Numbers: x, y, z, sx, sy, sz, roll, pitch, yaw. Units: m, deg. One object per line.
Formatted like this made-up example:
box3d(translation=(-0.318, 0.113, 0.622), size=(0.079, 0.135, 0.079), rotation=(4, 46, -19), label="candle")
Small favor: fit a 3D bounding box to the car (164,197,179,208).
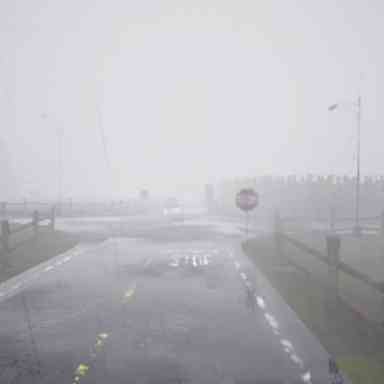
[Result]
box3d(translation=(-2.735, 1.400, 45.050), size=(1.812, 1.442, 4.674), rotation=(0, 1, 0), label="car")
